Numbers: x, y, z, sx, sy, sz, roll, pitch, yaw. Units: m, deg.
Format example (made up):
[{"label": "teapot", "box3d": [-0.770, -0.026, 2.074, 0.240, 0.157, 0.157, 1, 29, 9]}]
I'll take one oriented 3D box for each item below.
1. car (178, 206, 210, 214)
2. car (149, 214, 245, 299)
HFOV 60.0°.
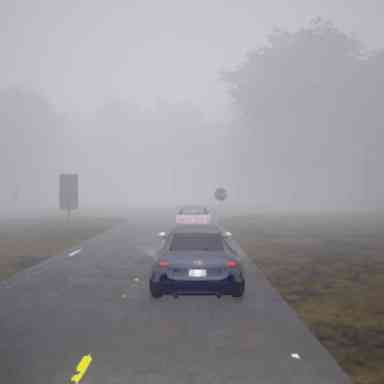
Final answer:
[{"label": "car", "box3d": [0.098, 1.455, 19.290, 1.895, 1.301, 4.718, 0, 0, 1]}, {"label": "car", "box3d": [0.089, 1.492, 8.326, 1.994, 1.385, 4.181, 0, 0, 0]}]
